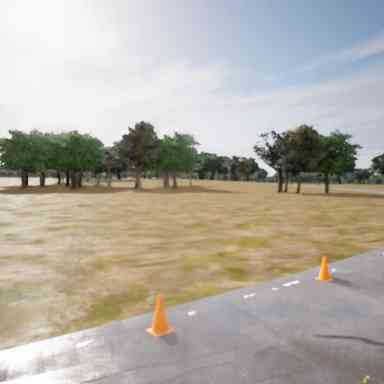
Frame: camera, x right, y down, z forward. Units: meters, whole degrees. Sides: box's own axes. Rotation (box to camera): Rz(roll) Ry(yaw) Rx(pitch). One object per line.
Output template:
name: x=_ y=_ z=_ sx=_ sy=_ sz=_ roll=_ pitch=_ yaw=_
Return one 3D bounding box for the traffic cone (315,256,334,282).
traffic cone: x=3.337 y=1.902 z=8.365 sx=0.340 sy=0.580 sz=0.340 roll=-1 pitch=0 yaw=-39

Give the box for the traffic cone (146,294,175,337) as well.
traffic cone: x=-0.507 y=1.937 z=5.330 sx=0.340 sy=0.580 sz=0.340 roll=0 pitch=0 yaw=-37
